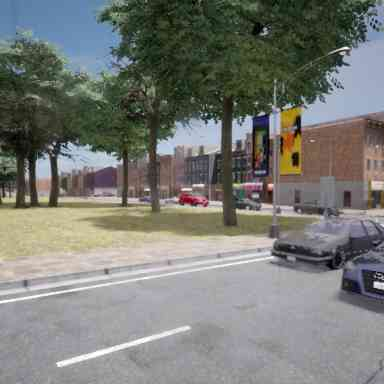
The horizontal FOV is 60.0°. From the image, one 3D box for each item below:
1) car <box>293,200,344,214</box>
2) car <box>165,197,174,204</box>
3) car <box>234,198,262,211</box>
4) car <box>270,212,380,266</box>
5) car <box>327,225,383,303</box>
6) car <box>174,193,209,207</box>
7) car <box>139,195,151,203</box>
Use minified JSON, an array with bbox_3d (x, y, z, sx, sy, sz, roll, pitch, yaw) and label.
[{"bbox_3d":[12.178,1.586,32.240,1.837,1.490,4.892,1,0,-35],"label":"car"},{"bbox_3d":[-2.909,1.486,58.441,1.895,1.301,4.718,1,0,-35],"label":"car"},{"bbox_3d":[6.352,1.495,40.431,1.837,1.490,4.892,1,0,-35],"label":"car"},{"bbox_3d":[5.086,1.584,11.306,5.357,1.411,2.033,0,0,-35],"label":"car"},{"bbox_3d":[5.174,1.588,7.375,4.181,1.385,1.994,0,0,-36],"label":"car"},{"bbox_3d":[0.151,1.134,49.165,2.150,2.045,5.566,1,0,-35],"label":"car"},{"bbox_3d":[-8.777,1.399,66.595,2.033,1.411,5.357,1,0,-35],"label":"car"}]
